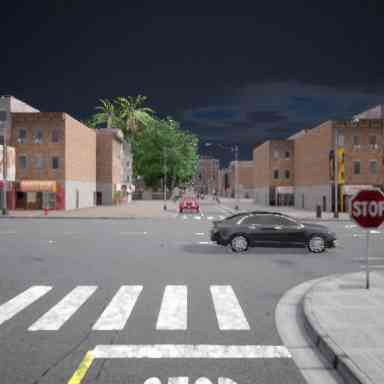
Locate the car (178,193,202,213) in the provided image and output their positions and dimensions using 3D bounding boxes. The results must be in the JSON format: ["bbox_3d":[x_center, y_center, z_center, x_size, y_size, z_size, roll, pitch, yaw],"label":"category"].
[{"bbox_3d":[-0.306,1.240,37.438,2.150,2.045,5.566,0,0,0],"label":"car"}]

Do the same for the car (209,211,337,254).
[{"bbox_3d":[3.136,1.539,13.144,4.892,1.490,1.837,0,0,0],"label":"car"}]

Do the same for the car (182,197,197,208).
[{"bbox_3d":[-0.362,1.507,49.735,2.128,1.511,4.902,0,0,0],"label":"car"}]

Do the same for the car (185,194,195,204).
[{"bbox_3d":[-0.377,1.362,67.116,2.097,1.767,4.553,0,0,0],"label":"car"}]
